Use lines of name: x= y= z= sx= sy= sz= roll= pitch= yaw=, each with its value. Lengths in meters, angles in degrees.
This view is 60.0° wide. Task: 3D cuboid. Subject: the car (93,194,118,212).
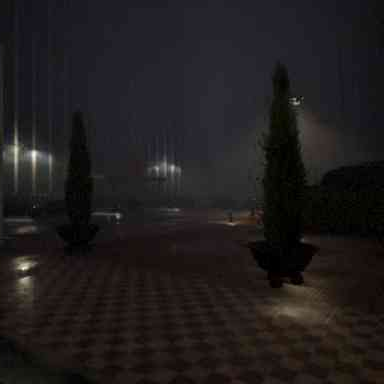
car: x=-10.814 y=1.214 z=38.808 sx=2.150 sy=2.045 sz=5.566 roll=0 pitch=0 yaw=35

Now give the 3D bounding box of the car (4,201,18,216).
car: x=-16.750 y=1.557 z=30.303 sx=1.994 sy=1.385 sz=4.181 roll=0 pitch=0 yaw=35

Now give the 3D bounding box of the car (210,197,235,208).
car: x=4.462 y=1.482 z=48.105 sx=2.128 sy=1.511 sz=4.902 roll=0 pitch=0 yaw=35

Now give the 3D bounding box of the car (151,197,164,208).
car: x=-4.807 y=1.484 z=47.379 sx=2.128 sy=1.511 sz=4.902 roll=0 pitch=0 yaw=35

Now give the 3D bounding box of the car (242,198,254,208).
car: x=9.164 y=1.542 z=48.734 sx=2.033 sy=1.411 sz=5.357 roll=0 pitch=0 yaw=35

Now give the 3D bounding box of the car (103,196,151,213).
car: x=-7.272 y=1.498 z=37.760 sx=1.837 sy=1.490 sz=4.892 roll=0 pitch=0 yaw=35

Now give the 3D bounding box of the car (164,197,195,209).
car: x=-1.363 y=1.519 z=46.190 sx=1.812 sy=1.442 sz=4.674 roll=0 pitch=0 yaw=35

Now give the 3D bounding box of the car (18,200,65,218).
car: x=-12.617 y=1.498 z=30.108 sx=1.837 sy=1.490 sz=4.892 roll=0 pitch=0 yaw=35
